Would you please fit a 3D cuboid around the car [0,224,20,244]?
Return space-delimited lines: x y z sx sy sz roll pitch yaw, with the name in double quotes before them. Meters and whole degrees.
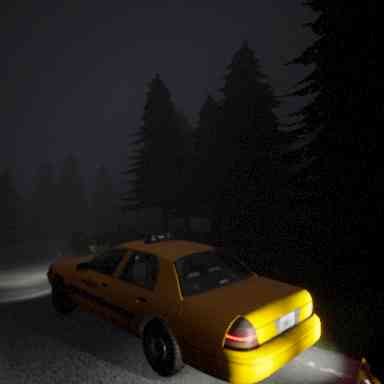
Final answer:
"car" -12.069 2.574 19.780 1.895 1.301 4.718 -3 -4 -8

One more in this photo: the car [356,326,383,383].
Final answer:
"car" 3.647 1.524 1.887 4.892 1.490 1.837 1 0 35

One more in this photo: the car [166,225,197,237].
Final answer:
"car" -1.481 5.504 47.098 1.882 1.535 5.008 -5 -8 32

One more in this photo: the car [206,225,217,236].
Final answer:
"car" 4.118 8.418 72.265 2.150 2.045 5.566 -4 -8 2

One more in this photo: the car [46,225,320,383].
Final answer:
"car" -0.717 1.439 5.587 1.801 1.575 5.366 -1 1 -44

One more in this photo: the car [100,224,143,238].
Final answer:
"car" -7.588 4.312 36.590 2.033 1.411 5.357 -4 -8 20
